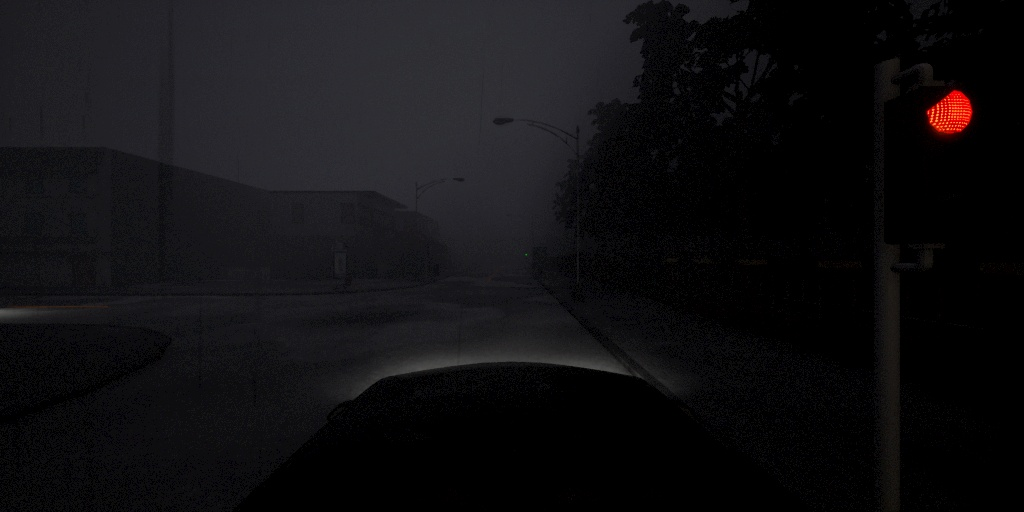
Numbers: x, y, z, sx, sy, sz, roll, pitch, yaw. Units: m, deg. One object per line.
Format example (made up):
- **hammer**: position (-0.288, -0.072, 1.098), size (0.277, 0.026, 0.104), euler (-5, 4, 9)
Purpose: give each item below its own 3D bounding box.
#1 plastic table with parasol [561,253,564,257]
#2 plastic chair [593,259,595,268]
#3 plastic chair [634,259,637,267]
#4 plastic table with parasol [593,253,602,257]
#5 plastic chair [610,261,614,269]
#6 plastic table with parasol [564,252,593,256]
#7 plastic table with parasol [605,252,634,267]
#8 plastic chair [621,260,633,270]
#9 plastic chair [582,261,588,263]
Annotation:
- **plastic table with parasol**: position (10.723, 0.704, 62.374), size (2.482, 2.480, 2.482), euler (0, 0, -40)
- **plastic chair**: position (13.755, 1.304, 58.518), size (0.730, 1.272, 0.750), euler (0, 0, -35)
- **plastic chair**: position (18.680, 1.160, 54.638), size (0.750, 1.272, 0.730), euler (0, 0, -39)
- **plastic table with parasol**: position (14.707, 0.672, 59.405), size (2.482, 2.480, 2.482), euler (0, 0, -42)
- **plastic chair**: position (14.350, 1.306, 50.290), size (0.730, 1.272, 0.750), euler (0, 0, -35)
- **plastic table with parasol**: position (10.007, 0.684, 53.933), size (2.482, 2.480, 2.482), euler (0, 0, -40)
- **plastic table with parasol**: position (15.324, 0.694, 51.191), size (2.482, 2.480, 2.482), euler (0, 0, -40)
- **plastic chair**: position (16.056, 1.296, 50.192), size (0.750, 1.272, 0.730), euler (0, 0, -40)
- **plastic chair**: position (10.738, 1.310, 52.936), size (0.750, 1.272, 0.730), euler (0, 0, -40)
